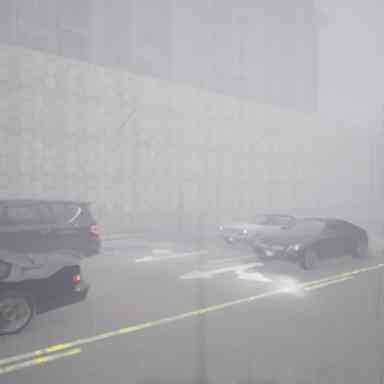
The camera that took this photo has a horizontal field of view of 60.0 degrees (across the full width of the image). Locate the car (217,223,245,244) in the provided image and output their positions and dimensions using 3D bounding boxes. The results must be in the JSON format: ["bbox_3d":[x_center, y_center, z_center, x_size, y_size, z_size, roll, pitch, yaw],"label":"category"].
[{"bbox_3d":[3.436,1.667,15.045,4.718,1.301,1.895,0,0,-35],"label":"car"}]

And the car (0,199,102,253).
[{"bbox_3d":[-5.235,1.229,8.854,5.566,2.045,2.150,1,0,-35],"label":"car"}]

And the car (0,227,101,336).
[{"bbox_3d":[-4.422,1.545,5.140,5.357,1.411,2.033,0,0,-35],"label":"car"}]

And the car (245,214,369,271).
[{"bbox_3d":[4.208,1.582,11.292,4.674,1.442,1.812,1,0,-35],"label":"car"}]
